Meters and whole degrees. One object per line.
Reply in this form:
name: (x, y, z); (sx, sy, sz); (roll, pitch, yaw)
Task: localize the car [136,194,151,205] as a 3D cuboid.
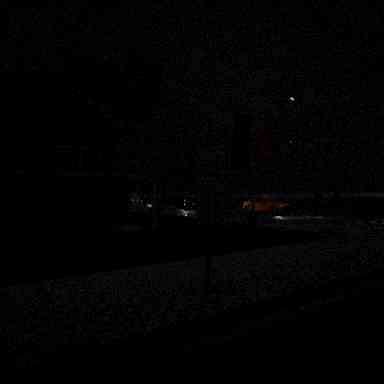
car: (-6.506, 1.052, 49.013); (2.128, 1.511, 4.902); (1, 0, -35)

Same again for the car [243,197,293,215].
car: (6.777, 1.195, 30.090); (1.882, 1.535, 5.008); (1, 0, -35)

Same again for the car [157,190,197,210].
car: (-1.441, 0.822, 36.132); (2.150, 2.045, 5.566); (1, 0, -35)
